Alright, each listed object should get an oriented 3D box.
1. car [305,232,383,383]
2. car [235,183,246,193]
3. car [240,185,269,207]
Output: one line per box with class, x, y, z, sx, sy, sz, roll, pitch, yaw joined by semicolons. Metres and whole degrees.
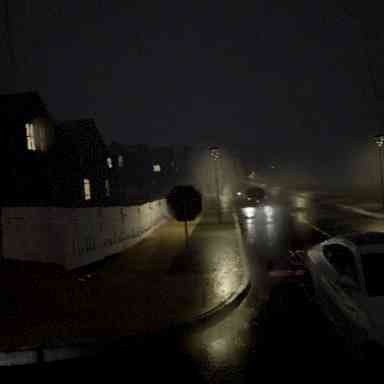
car;2.872;1.397;4.677;1.812;1.442;4.674;-3;2;6
car;7.996;-0.752;53.616;2.033;1.411;5.357;-4;2;6
car;5.301;0.358;27.941;1.812;1.442;4.674;-4;2;6
